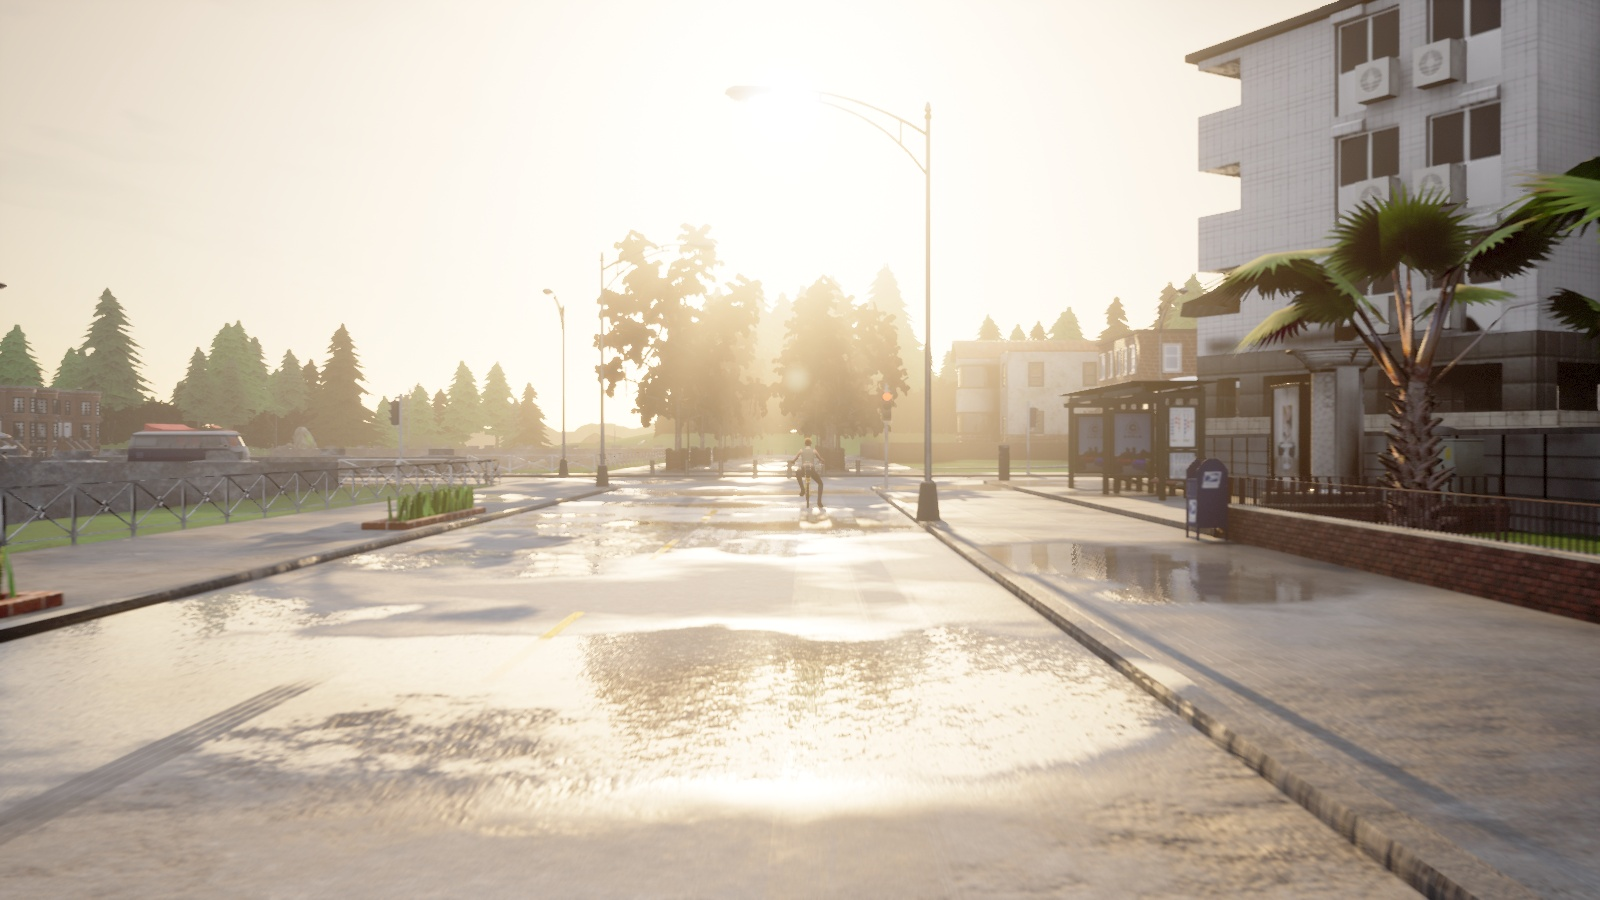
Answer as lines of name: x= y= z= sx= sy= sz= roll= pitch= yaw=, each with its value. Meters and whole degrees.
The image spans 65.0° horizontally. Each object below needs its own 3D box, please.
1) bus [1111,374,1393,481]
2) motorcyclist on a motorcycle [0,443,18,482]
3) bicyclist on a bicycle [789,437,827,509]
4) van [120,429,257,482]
bus: x=18.537 y=-0.909 z=52.121 sx=10.273 sy=4.253 sz=3.944 roll=0 pitch=0 yaw=0
motorcyclist on a motorcycle: x=-31.634 y=0.482 z=48.620 sx=2.191 sy=1.530 sz=0.866 roll=0 pitch=0 yaw=0
bicyclist on a bicycle: x=0.181 y=0.520 z=28.879 sx=0.866 sy=1.612 sz=1.509 roll=0 pitch=0 yaw=0
van: x=-23.615 y=0.206 z=48.578 sx=4.442 sy=1.987 sz=1.775 roll=0 pitch=0 yaw=0
